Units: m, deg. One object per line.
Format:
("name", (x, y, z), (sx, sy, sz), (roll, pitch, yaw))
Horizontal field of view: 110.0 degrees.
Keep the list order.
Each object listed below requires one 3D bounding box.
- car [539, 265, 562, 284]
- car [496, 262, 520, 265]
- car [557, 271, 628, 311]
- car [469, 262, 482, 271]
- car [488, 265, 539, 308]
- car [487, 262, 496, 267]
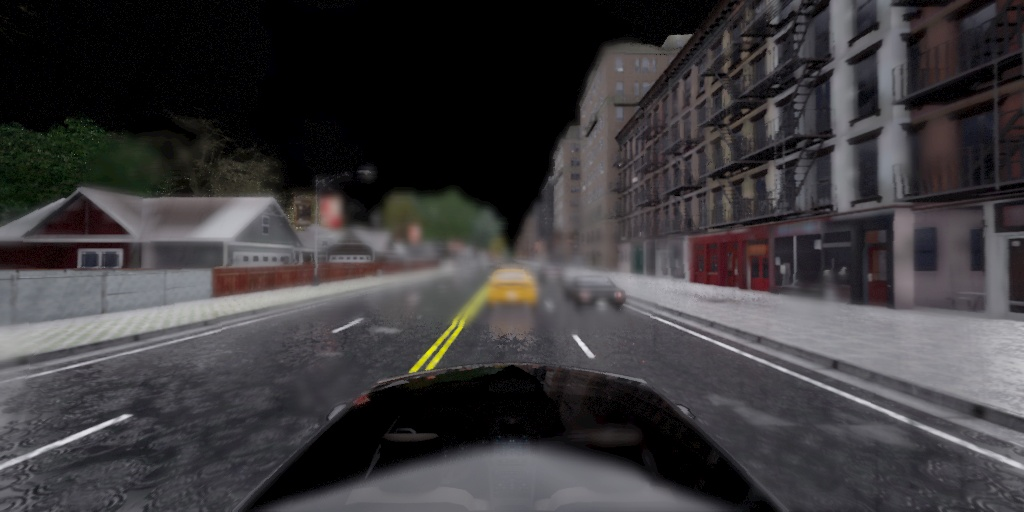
("car", (3.268, 1.515, 30.365), (2.128, 1.511, 4.902), (0, 0, 0))
("car", (0.018, 1.373, 30.292), (2.097, 1.767, 4.553), (0, -1, 0))
("car", (3.265, 1.480, 15.119), (1.895, 1.301, 4.718), (0, -1, 0))
("car", (-6.522, 1.819, 64.498), (2.128, 1.511, 4.902), (0, -1, 0))
("car", (0.027, 1.366, 16.108), (1.882, 1.535, 5.008), (0, 0, 1))
("car", (-3.273, 1.833, 64.503), (1.837, 1.490, 4.892), (0, -1, 0))
